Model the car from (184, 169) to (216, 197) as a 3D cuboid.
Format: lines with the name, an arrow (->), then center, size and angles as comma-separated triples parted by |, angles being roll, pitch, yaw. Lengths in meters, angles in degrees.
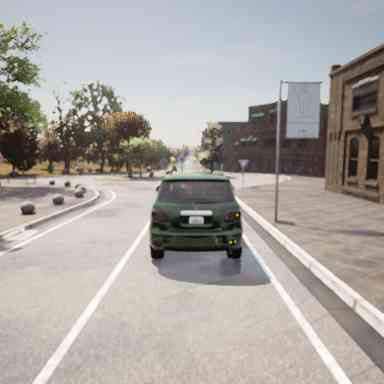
car -> 0.698, -0.768, 24.585 | 2.097, 1.767, 4.553 | 0, 5, 5

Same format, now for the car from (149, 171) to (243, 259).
car -> 0.098, 0.456, 9.537 | 2.150, 2.045, 5.566 | 0, 5, 0
